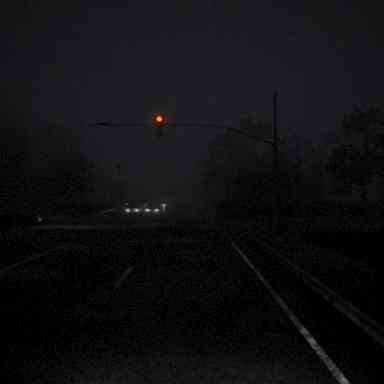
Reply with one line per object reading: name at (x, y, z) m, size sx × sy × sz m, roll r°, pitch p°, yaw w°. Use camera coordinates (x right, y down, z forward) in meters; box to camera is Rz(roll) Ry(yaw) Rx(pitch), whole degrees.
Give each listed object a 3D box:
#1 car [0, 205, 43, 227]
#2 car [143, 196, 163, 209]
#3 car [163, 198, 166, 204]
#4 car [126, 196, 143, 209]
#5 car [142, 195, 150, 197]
car at (-12.955, 1.647, 23.322) m, size 4.902 × 1.511 × 2.128 m, roll 0°, pitch -1°, yaw 7°
car at (-7.038, 2.127, 60.138) m, size 2.097 × 1.767 × 4.553 m, roll 0°, pitch 0°, yaw 1°
car at (-6.996, 2.018, 75.599) m, size 1.812 × 1.442 × 4.674 m, roll 0°, pitch 1°, yaw 0°
car at (-10.535, 2.127, 60.107) m, size 2.097 × 1.767 × 4.553 m, roll 0°, pitch 0°, yaw 1°
car at (-10.496, 1.720, 75.522) m, size 2.150 × 2.045 × 5.566 m, roll 0°, pitch 1°, yaw 0°
